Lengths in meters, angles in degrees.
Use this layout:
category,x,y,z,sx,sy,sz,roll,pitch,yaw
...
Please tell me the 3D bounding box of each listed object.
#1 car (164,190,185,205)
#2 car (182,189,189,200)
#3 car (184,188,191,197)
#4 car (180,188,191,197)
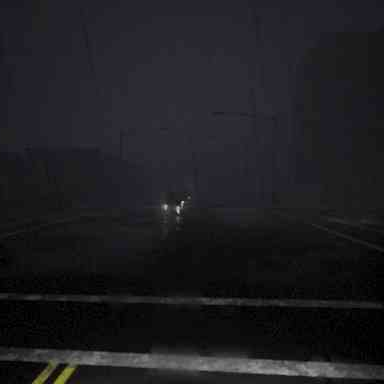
category,x,y,z,sx,sy,sz,roll,pitch,yaw
car,-2.305,0.806,41.798,1.837,1.490,4.892,0,1,2
car,-2.003,0.671,50.681,1.994,1.385,4.181,0,1,2
car,-1.684,0.461,59.536,2.033,1.411,5.357,0,1,2
car,-1.342,0.040,69.723,2.097,1.767,4.553,0,1,2
